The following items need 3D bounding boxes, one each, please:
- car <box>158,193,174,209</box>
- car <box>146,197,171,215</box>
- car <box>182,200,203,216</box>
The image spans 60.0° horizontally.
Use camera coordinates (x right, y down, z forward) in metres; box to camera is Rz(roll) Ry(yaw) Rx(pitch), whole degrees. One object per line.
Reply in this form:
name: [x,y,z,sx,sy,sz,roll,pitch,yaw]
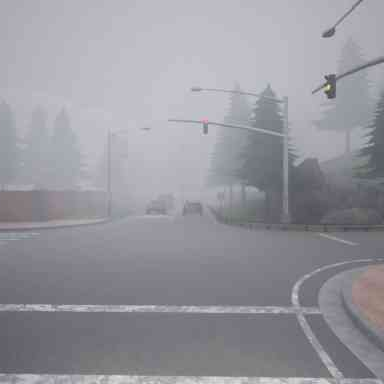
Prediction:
car: [-3.625,1.221,45.274,2.150,2.045,5.566,0,0,0]
car: [-3.624,1.547,34.861,2.033,1.411,5.357,0,0,0]
car: [0.071,1.491,32.899,2.128,1.511,4.902,0,0,0]
